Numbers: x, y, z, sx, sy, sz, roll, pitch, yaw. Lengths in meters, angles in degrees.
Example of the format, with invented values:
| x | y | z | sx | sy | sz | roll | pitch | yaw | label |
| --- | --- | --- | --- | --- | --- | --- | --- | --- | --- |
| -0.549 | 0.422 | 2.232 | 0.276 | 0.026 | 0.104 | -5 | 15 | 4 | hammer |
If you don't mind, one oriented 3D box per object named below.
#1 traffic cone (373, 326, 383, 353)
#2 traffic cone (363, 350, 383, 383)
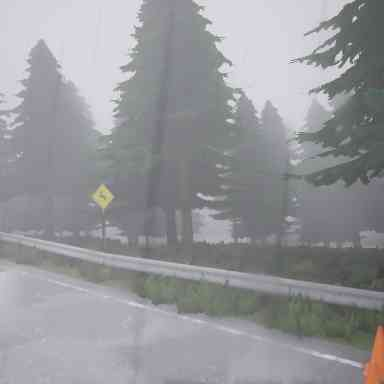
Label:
| x | y | z | sx | sy | sz | roll | pitch | yaw | label |
| --- | --- | --- | --- | --- | --- | --- | --- | --- | --- |
| 2.328 | 1.956 | 4.109 | 0.340 | 0.580 | 0.340 | 0 | 0 | 34 | traffic cone |
| 1.784 | 1.956 | 3.273 | 0.340 | 0.580 | 0.340 | 0 | 0 | 33 | traffic cone |
